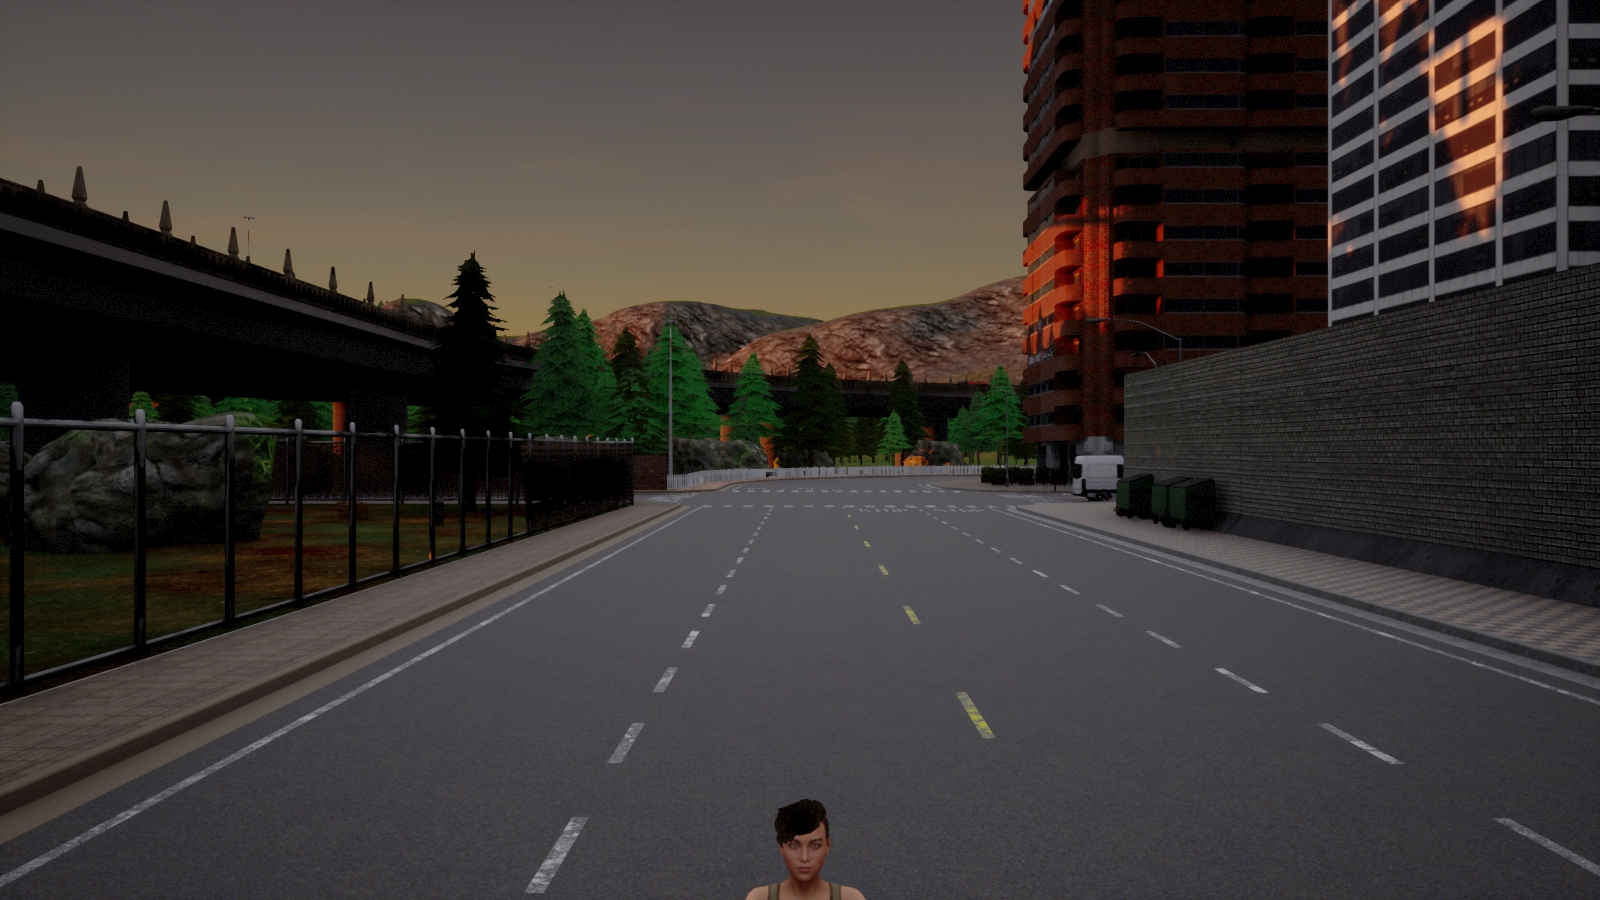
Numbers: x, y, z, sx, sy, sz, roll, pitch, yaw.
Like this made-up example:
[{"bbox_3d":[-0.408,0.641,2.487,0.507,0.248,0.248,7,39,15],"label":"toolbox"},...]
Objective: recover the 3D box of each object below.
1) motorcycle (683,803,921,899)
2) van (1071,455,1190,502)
[{"bbox_3d":[0.006,2.099,3.506,0.764,1.307,2.356,0,0,0],"label":"motorcycle"},{"bbox_3d":[17.974,1.534,62.335,5.915,2.561,1.988,0,0,-2],"label":"van"}]
